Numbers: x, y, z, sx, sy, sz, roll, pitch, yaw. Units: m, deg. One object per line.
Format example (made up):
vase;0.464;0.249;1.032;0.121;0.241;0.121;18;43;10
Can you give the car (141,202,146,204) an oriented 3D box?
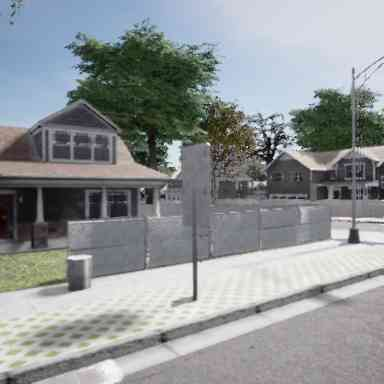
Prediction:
car;-5.113;2.004;41.195;2.128;1.511;4.902;-1;0;-36
